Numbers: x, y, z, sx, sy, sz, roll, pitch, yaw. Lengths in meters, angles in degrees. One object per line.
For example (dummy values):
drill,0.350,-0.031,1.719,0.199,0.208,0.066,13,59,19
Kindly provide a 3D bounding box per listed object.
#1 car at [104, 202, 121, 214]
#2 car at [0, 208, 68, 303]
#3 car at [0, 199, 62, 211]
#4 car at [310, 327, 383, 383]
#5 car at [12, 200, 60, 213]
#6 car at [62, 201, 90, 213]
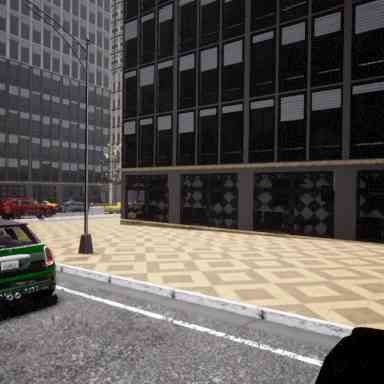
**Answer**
car,-8.149,1.830,39.372,1.752,1.417,4.829,1,0,37
car,-5.033,1.348,7.283,4.553,1.767,2.097,0,0,36
car,-14.962,1.519,30.172,2.192,1.841,5.009,1,0,37
car,2.966,1.601,1.565,4.718,1.301,1.895,0,0,36
car,-18.444,1.642,39.553,1.752,1.417,4.829,1,0,37
car,-14.564,1.749,40.423,1.994,1.385,4.181,1,0,37
